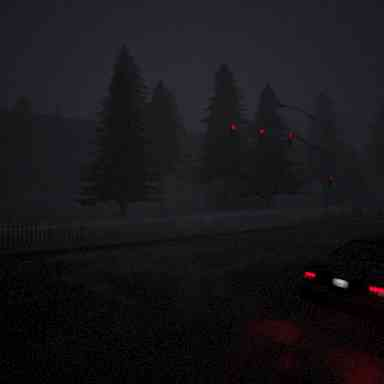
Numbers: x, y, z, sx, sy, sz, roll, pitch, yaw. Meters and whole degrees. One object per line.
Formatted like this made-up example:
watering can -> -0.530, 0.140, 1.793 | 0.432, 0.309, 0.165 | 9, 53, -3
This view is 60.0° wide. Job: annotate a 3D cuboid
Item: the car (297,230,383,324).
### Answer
car -> 4.492, 1.535, 6.949 | 5.357, 1.411, 2.033 | 0, 0, -36
